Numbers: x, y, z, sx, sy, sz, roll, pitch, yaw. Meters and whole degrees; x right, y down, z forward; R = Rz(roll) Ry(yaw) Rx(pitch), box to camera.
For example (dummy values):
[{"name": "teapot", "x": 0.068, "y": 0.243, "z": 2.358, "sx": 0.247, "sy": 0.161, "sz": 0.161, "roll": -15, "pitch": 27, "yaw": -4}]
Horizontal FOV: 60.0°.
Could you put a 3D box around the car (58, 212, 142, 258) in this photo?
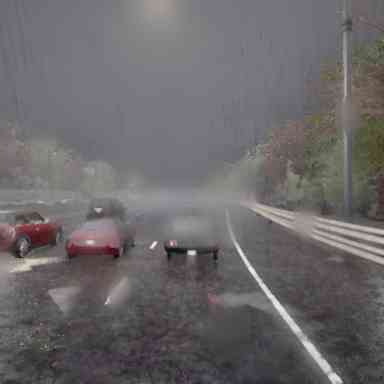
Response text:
[{"name": "car", "x": -3.475, "y": 1.712, "z": 13.419, "sx": 1.994, "sy": 1.385, "sz": 4.181, "roll": 0, "pitch": -1, "yaw": 0}]

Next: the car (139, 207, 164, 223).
[{"name": "car", "x": -3.481, "y": 1.917, "z": 28.233, "sx": 1.895, "sy": 1.301, "sz": 4.718, "roll": 0, "pitch": -1, "yaw": 0}]

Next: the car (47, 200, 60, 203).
[{"name": "car", "x": -28.001, "y": 2.317, "z": 67.387, "sx": 2.128, "sy": 1.511, "sz": 4.902, "roll": 0, "pitch": -1, "yaw": 0}]

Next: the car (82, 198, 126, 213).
[{"name": "car", "x": -6.989, "y": 1.533, "z": 27.581, "sx": 2.150, "sy": 2.045, "sz": 5.566, "roll": 0, "pitch": 0, "yaw": 0}]

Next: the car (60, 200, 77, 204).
[{"name": "car", "x": -24.501, "y": 2.345, "z": 67.387, "sx": 1.994, "sy": 1.385, "sz": 4.181, "roll": 0, "pitch": -1, "yaw": 0}]

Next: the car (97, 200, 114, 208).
[{"name": "car", "x": -17.501, "y": 2.317, "z": 67.387, "sx": 2.128, "sy": 1.511, "sz": 4.902, "roll": 0, "pitch": -1, "yaw": 0}]

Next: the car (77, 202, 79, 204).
[{"name": "car", "x": -21.001, "y": 2.292, "z": 67.388, "sx": 1.837, "sy": 1.490, "sz": 4.892, "roll": 0, "pitch": -1, "yaw": 0}]

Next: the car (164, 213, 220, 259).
[{"name": "car", "x": 0.020, "y": 1.747, "z": 13.239, "sx": 1.895, "sy": 1.301, "sz": 4.718, "roll": 0, "pitch": -1, "yaw": 1}]

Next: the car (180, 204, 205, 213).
[{"name": "car", "x": 0.024, "y": 1.826, "z": 28.491, "sx": 1.837, "sy": 1.490, "sz": 4.892, "roll": 0, "pitch": 0, "yaw": 1}]

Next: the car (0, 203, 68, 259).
[{"name": "car", "x": -6.976, "y": 1.499, "z": 13.408, "sx": 2.097, "sy": 1.767, "sz": 4.553, "roll": 0, "pitch": -1, "yaw": 1}]
